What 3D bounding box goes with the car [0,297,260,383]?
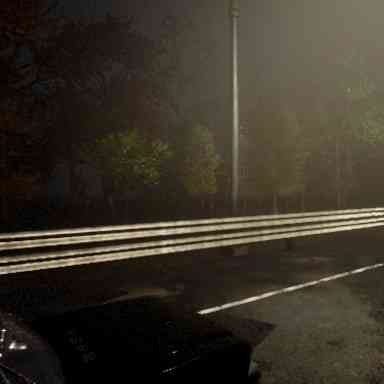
[{"bbox_3d":[-1.703,1.600,2.528,4.718,1.301,1.895,0,0,-35],"label":"car"}]
